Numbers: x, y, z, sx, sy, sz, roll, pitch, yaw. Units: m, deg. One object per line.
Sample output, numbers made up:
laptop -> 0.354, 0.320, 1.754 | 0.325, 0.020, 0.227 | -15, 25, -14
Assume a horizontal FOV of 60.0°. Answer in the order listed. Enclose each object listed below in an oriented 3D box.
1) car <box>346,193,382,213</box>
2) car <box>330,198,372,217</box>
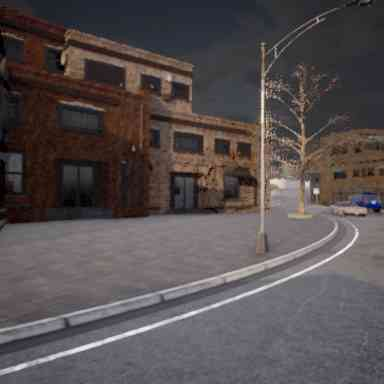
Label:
car -> 18.283, 1.177, 36.203 | 2.150, 2.045, 5.566 | 1, 0, 0
car -> 14.293, 1.546, 30.570 | 1.895, 1.301, 4.718 | 0, 0, 6
